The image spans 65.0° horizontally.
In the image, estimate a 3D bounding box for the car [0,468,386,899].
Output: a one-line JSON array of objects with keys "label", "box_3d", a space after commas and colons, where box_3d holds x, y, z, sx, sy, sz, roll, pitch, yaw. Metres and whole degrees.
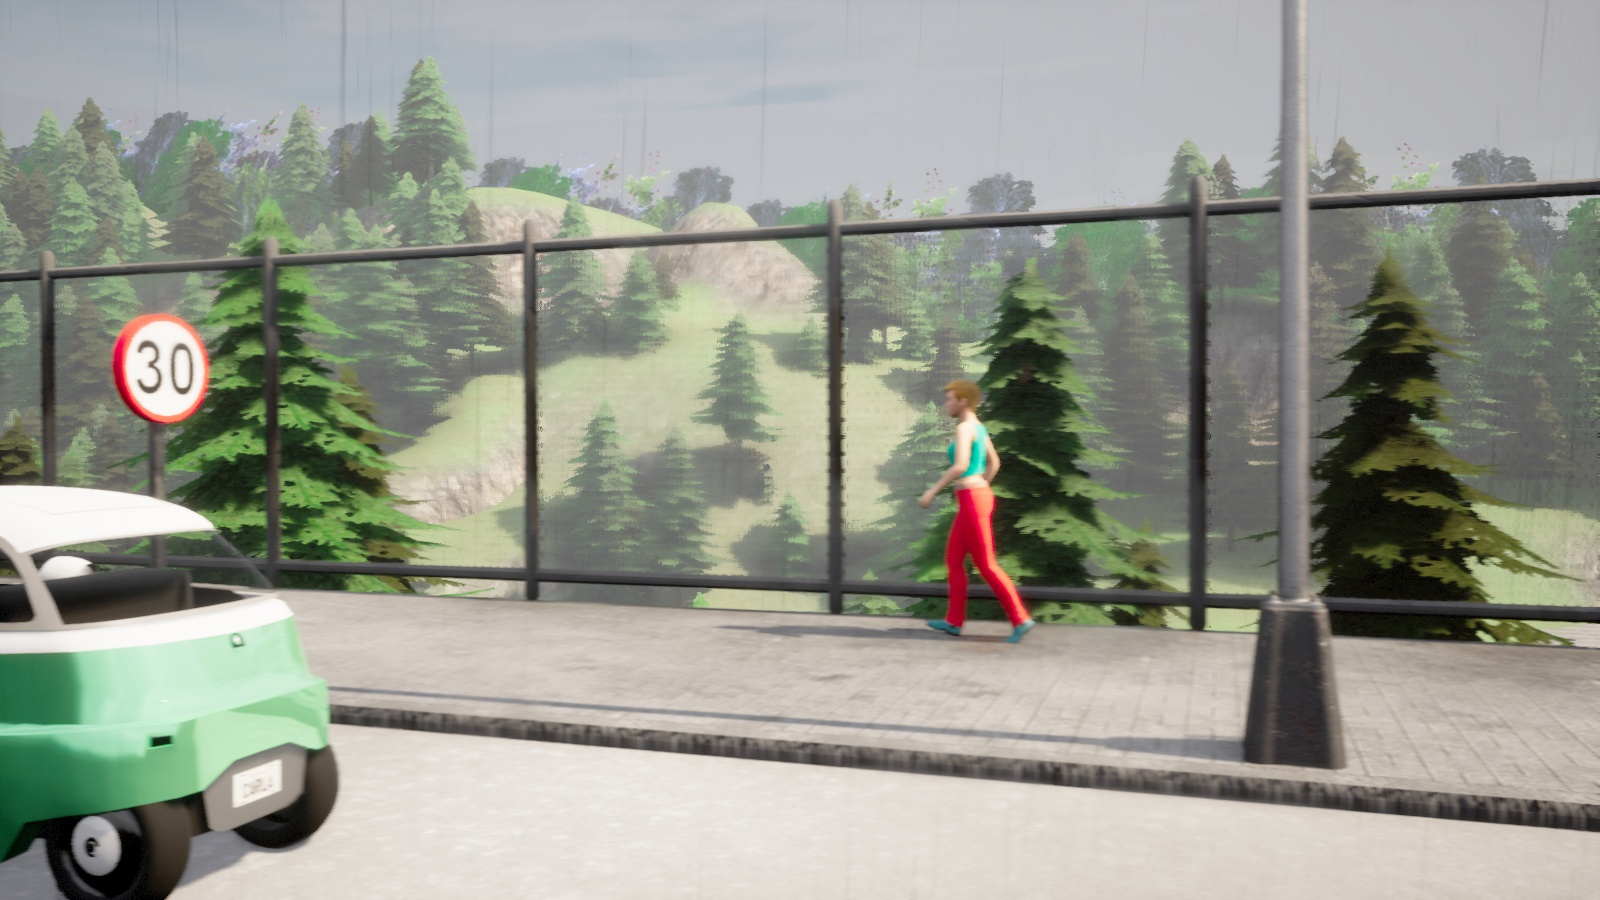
[{"label": "car", "box_3d": [-2.952, 0.795, 4.713, 2.207, 1.376, 1.481, 1, 1, 19]}]

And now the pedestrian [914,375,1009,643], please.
[{"label": "pedestrian", "box_3d": [1.139, 0.399, 8.827, 0.594, 1.836, 0.345, 1, 1, 19]}]
